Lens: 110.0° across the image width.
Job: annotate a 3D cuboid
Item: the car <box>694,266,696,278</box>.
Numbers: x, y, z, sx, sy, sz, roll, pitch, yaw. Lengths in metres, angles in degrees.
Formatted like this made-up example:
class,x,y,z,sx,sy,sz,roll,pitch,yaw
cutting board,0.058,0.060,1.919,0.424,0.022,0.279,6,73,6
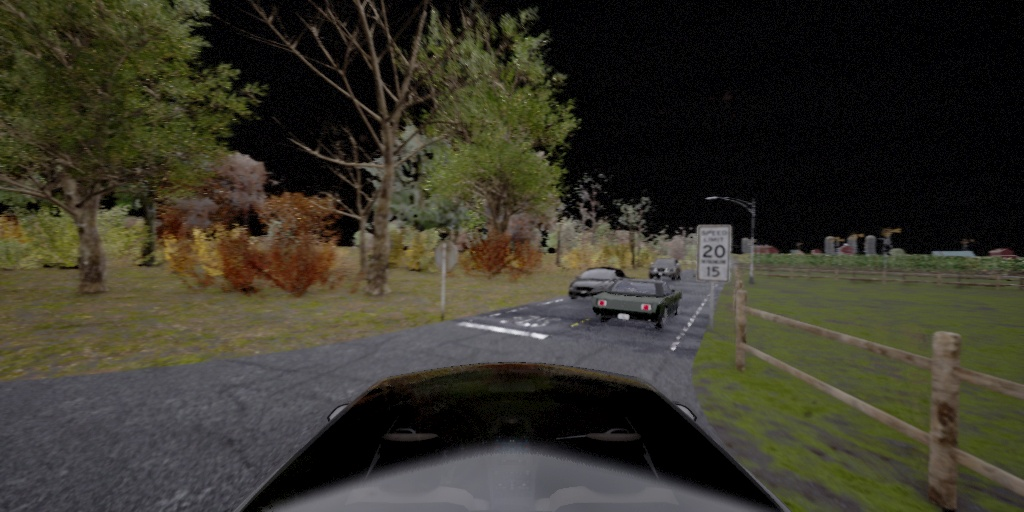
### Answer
class,x,y,z,sx,sy,sz,roll,pitch,yaw
car,20.821,1.471,38.405,2.097,1.767,4.553,2,0,32

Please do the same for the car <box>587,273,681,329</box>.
class,x,y,z,sx,sy,sz,roll,pitch,yaw
car,4.313,1.420,11.816,1.895,1.301,4.718,2,0,33

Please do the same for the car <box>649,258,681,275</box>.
class,x,y,z,sx,sy,sz,roll,pitch,yaw
car,14.361,1.203,33.442,2.150,2.045,5.566,2,0,32

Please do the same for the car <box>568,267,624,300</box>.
class,x,y,z,sx,sy,sz,roll,pitch,yaw
car,4.307,1.302,17.206,1.837,1.490,4.892,2,0,32
